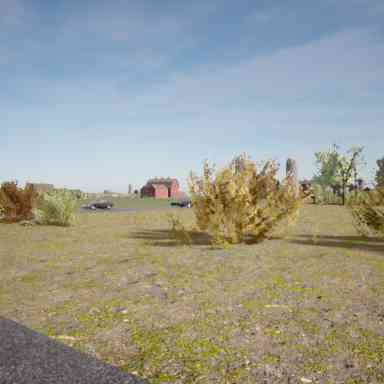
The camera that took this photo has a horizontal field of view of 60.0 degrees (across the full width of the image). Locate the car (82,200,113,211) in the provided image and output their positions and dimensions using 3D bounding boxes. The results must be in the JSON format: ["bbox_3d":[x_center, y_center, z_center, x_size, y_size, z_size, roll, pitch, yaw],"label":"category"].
[{"bbox_3d":[-13.734,1.897,48.552,2.128,1.511,4.902,-1,-1,36],"label":"car"}]

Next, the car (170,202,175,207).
[{"bbox_3d":[-2.165,2.221,64.405,1.895,1.301,4.718,-1,-1,36],"label":"car"}]

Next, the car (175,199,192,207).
[{"bbox_3d":[-0.359,2.044,60.834,1.837,1.490,4.892,-1,-1,36],"label":"car"}]
